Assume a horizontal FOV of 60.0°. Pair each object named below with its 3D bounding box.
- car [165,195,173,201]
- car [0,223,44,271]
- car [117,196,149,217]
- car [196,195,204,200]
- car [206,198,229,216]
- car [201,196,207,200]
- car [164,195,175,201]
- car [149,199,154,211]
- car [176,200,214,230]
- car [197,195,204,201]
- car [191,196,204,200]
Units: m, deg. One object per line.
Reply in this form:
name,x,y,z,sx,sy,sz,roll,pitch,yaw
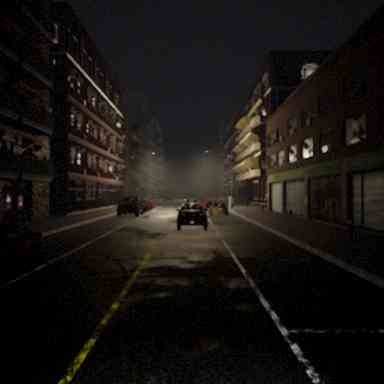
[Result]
car,-6.091,1.553,88.437,2.008,1.369,4.403,0,0,0
car,-5.725,1.591,9.530,1.802,1.307,4.206,0,0,0
car,-5.828,1.324,32.076,2.192,1.841,5.009,0,0,0
car,2.264,1.555,94.108,1.947,1.339,4.313,0,0,0
car,2.550,1.523,32.280,1.752,1.417,4.829,0,0,0
car,2.499,1.542,43.383,1.887,1.381,4.507,0,0,0
car,-6.064,1.554,82.800,2.008,1.369,4.403,0,0,0
car,-5.855,1.449,37.711,1.967,1.590,4.097,0,0,0
car,0.002,1.493,21.110,2.128,1.511,4.902,0,0,0
car,2.290,1.516,88.642,1.752,1.417,4.829,0,0,0
car,-0.071,1.549,37.576,2.033,1.411,5.357,0,0,0
